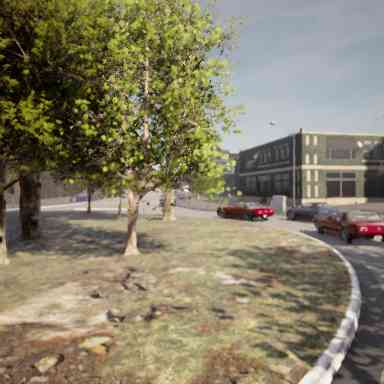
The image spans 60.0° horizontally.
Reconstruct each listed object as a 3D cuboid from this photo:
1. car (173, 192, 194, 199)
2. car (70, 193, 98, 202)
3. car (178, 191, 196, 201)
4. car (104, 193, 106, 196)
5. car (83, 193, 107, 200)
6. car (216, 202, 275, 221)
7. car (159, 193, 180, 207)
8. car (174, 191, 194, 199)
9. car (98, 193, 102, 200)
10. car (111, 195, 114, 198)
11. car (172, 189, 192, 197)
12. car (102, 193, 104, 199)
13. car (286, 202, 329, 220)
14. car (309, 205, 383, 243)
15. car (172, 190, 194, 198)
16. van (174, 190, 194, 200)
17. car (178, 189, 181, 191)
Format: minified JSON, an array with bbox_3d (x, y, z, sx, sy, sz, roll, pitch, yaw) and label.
[{"bbox_3d":[-2.141,0.762,80.966,5.008,1.535,2.097,0,1,-3],"label":"car"},{"bbox_3d":[-21.404,0.972,65.018,4.553,1.767,2.185,0,1,-3],"label":"car"},{"bbox_3d":[-1.241,1.045,64.308,4.792,1.488,2.163,0,1,-3],"label":"car"},{"bbox_3d":[-21.869,0.852,73.280,4.553,1.767,2.185,0,1,-3],"label":"car"},{"bbox_3d":[-22.061,0.935,76.037,4.892,1.521,2.231,0,1,-3],"label":"car"},{"bbox_3d":[3.972,1.454,25.620,1.895,1.301,4.718,0,0,-35],"label":"car"},{"bbox_3d":[-3.490,1.246,46.400,2.128,1.511,4.902,0,1,-13],"label":"car"},{"bbox_3d":[-1.944,0.689,78.067,4.553,1.767,2.185,0,1,-3],"label":"car"},{"bbox_3d":[-21.595,1.061,67.775,5.008,1.535,2.097,0,1,-3],"label":"car"},{"bbox_3d":[-22.394,0.587,81.536,5.566,2.045,2.435,0,1,-3],"label":"car"},{"bbox_3d":[-2.781,0.312,92.058,5.566,2.045,2.435,0,1,-3],"label":"car"},{"bbox_3d":[-21.742,1.060,70.528,4.674,1.452,2.002,0,1,-3],"label":"car"},{"bbox_3d":[8.564,1.391,23.563,1.994,1.385,4.181,-1,0,-21],"label":"car"},{"bbox_3d":[7.306,1.487,15.307,1.895,1.301,4.718,0,0,-1],"label":"car"},{"bbox_3d":[-2.408,0.413,86.386,5.566,2.045,2.435,0,1,-3],"label":"car"},{"bbox_3d":[-1.791,0.682,72.630,4.442,1.987,1.878,0,1,-3],"label":"van"},{"bbox_3d":[-1.482,0.823,69.736,4.553,1.767,2.185,0,1,-3],"label":"car"}]
